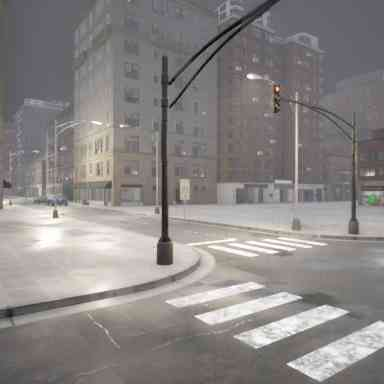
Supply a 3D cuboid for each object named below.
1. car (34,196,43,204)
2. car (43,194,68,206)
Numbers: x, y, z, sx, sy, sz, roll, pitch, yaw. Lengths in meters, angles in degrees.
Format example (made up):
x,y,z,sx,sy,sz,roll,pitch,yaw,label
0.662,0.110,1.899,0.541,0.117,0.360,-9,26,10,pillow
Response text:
x,y,z,sx,sy,sz,roll,pitch,yaw,label
-25.417,1.287,56.319,1.994,1.385,4.181,0,0,-36,car
-19.624,1.119,48.205,2.097,1.767,4.553,0,0,-36,car
